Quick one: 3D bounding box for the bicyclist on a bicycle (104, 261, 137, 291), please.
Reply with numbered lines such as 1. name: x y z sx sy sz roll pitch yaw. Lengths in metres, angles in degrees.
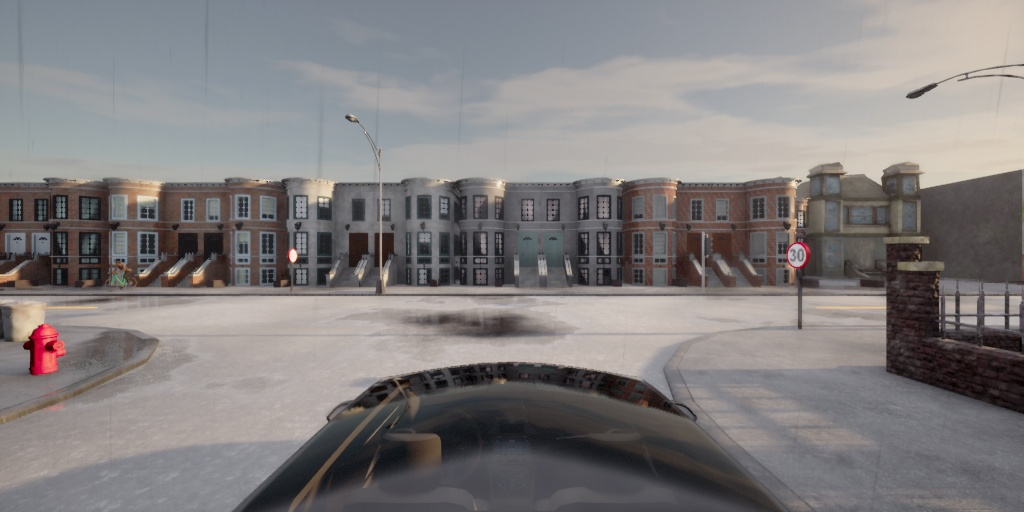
1. bicyclist on a bicycle: -21.801 1.099 20.000 0.582 1.620 1.656 0 0 0
